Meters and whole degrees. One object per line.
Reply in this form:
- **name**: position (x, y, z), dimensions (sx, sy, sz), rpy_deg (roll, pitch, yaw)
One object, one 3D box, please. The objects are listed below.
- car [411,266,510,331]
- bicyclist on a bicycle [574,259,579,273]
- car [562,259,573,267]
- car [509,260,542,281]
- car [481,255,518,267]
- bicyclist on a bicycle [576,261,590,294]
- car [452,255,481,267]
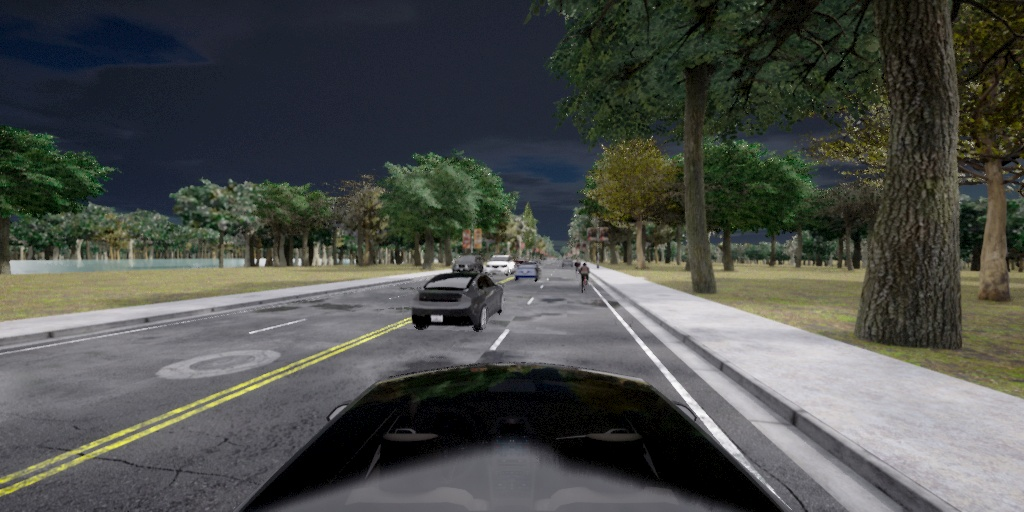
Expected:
- **car**: position (-1.444, 1.247, 11.053), dimensions (1.837, 1.490, 4.892), rpy_deg (0, 0, 9)
- **bicyclist on a bicycle**: position (5.642, 1.097, 30.745), dimensions (0.659, 1.776, 1.843), rpy_deg (0, 0, 9)
- **car**: position (9.663, 1.207, 62.430), dimensions (2.128, 1.511, 4.902), rpy_deg (0, 0, 9)
- **car**: position (1.393, 1.271, 29.702), dimensions (2.033, 1.411, 5.357), rpy_deg (0, 0, 9)
- **car**: position (-1.137, 0.937, 35.977), dimensions (2.150, 2.045, 5.566), rpy_deg (0, 0, 9)
- **bicyclist on a bicycle**: position (3.847, 1.190, 18.955), dimensions (0.582, 1.620, 1.656), rpy_deg (0, 0, 9)
- **car**: position (-4.351, 0.934, 36.464), dimensions (2.150, 2.045, 5.566), rpy_deg (0, 0, 9)
